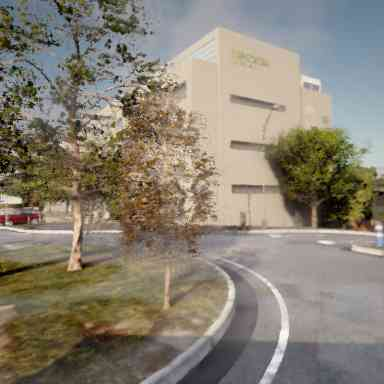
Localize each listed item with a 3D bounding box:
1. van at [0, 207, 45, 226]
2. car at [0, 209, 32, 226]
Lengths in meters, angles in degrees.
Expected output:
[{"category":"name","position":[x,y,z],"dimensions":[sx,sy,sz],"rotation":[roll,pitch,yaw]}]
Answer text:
[{"category":"van","position":[-18.725,2.739,36.804],"dimensions":[4.442,1.987,1.878],"rotation":[0,-5,-39]},{"category":"car","position":[-24.120,3.397,43.152],"dimensions":[5.566,2.045,2.435],"rotation":[0,-5,-39]}]
